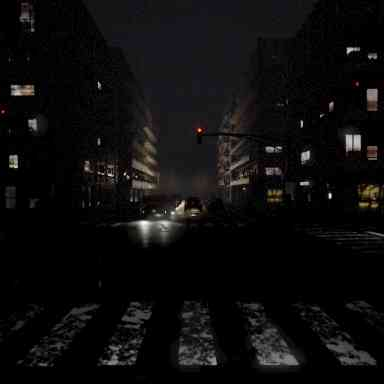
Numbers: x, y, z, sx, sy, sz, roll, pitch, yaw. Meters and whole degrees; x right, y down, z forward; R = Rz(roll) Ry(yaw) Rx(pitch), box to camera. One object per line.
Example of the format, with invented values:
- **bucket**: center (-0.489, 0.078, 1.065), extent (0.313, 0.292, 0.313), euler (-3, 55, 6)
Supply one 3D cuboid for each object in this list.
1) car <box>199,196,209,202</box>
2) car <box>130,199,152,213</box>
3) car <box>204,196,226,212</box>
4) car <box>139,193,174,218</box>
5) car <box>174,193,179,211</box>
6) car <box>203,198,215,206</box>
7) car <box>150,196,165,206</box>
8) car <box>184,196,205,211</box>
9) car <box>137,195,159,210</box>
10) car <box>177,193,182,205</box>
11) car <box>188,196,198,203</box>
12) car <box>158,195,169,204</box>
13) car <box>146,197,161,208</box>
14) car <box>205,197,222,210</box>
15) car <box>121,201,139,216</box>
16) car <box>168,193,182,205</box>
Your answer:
- **car**: center (2.765, 1.584, 77.644), extent (2.008, 1.369, 4.403), euler (0, 0, 0)
- **car**: center (-5.654, 1.533, 37.703), extent (1.752, 1.417, 4.829), euler (0, 0, 0)
- **car**: center (2.727, 1.448, 37.867), extent (1.967, 1.590, 4.097), euler (0, 0, 0)
- **car**: center (-3.089, 1.227, 30.163), extent (2.150, 2.045, 5.566), euler (0, 0, 1)
- **car**: center (-3.057, 1.361, 40.075), extent (2.097, 1.767, 4.553), euler (0, 0, 0)
- **car**: center (2.744, 1.598, 54.914), extent (1.802, 1.307, 4.206), euler (0, 0, 0)
- **car**: center (-5.637, 1.457, 54.921), extent (1.967, 1.590, 4.097), euler (0, 0, 0)
- **car**: center (0.137, 1.361, 40.868), extent (2.097, 1.767, 4.553), euler (0, 0, 0)
- **car**: center (-5.648, 1.326, 43.556), extent (2.192, 1.841, 5.009), euler (0, 0, 0)
- **car**: center (-3.040, 1.366, 49.974), extent (2.097, 1.767, 4.553), euler (0, 0, 0)
- **car**: center (0.118, 1.571, 70.657), extent (2.033, 1.411, 5.357), euler (0, 0, 0)
- **car**: center (-5.626, 1.464, 66.286), extent (1.967, 1.590, 4.097), euler (0, 0, 0)
- **car**: center (-5.643, 1.539, 49.068), extent (1.752, 1.417, 4.829), euler (0, 0, 0)
- **car**: center (2.732, 1.451, 43.549), extent (1.967, 1.590, 4.097), euler (0, 0, 0)
- **car**: center (-5.659, 1.572, 32.190), extent (1.947, 1.339, 4.313), euler (0, 0, 0)
- **car**: center (-2.983, 1.242, 60.533), extent (2.150, 2.045, 5.566), euler (0, 0, 1)
